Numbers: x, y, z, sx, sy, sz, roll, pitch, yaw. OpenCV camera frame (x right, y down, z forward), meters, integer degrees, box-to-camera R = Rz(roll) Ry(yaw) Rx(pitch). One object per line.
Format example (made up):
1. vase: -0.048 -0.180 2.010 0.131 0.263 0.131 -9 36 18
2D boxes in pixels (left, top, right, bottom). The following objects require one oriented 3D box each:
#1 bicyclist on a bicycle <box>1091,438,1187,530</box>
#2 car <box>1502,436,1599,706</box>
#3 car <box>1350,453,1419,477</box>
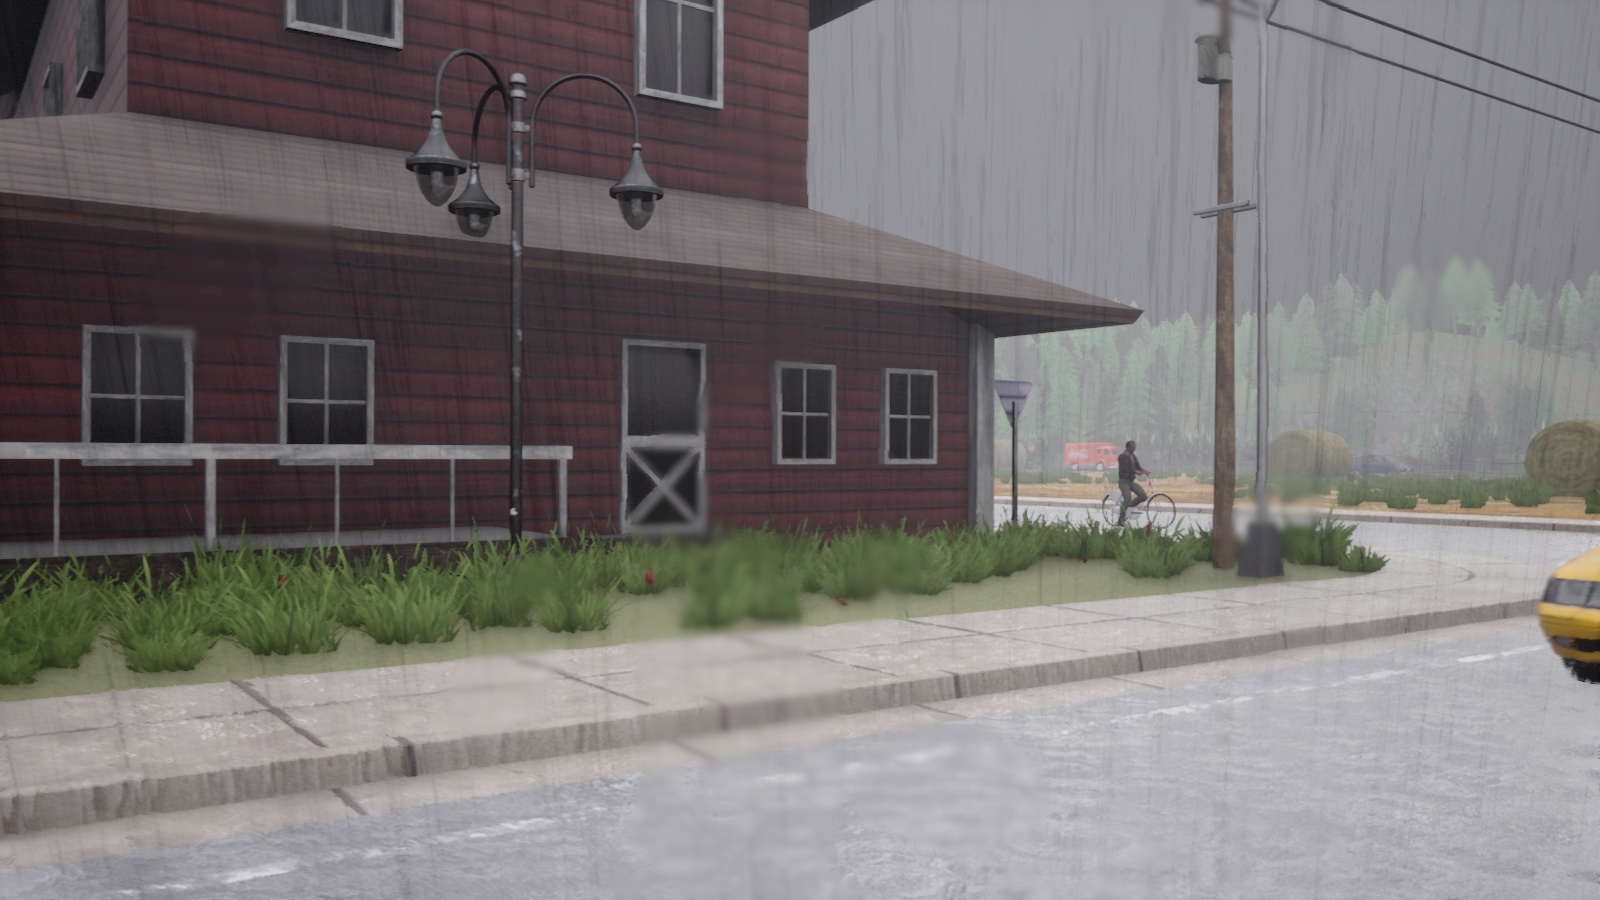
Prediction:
1. bicyclist on a bicycle: 6.775 0.671 25.161 0.659 1.776 1.843 0 0 -36
2. car: 7.076 0.708 8.585 5.366 1.575 1.801 0 0 -35
3. car: 37.940 0.945 81.595 1.789 1.549 3.705 0 0 -32
